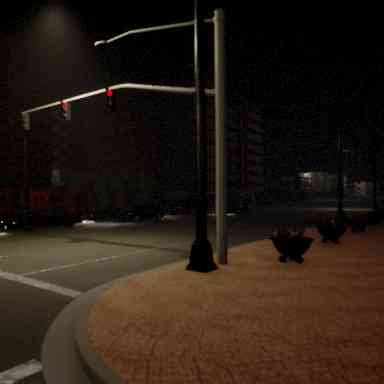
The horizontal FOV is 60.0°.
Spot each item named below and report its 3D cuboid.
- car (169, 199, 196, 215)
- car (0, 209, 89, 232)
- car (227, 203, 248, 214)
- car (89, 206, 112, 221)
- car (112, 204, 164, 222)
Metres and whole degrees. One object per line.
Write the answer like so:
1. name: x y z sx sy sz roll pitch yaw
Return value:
1. car: -0.624 1.886 43.112 2.150 2.045 5.566 -1 -1 35
2. car: -10.267 1.887 23.322 2.033 1.411 5.357 -1 -1 35
3. car: 5.976 2.274 46.360 2.033 1.411 5.357 -1 -1 36
4. car: -8.153 2.041 32.413 1.994 1.385 4.181 -1 -1 35
5. car: -4.706 1.932 31.228 1.882 1.535 5.008 -1 -1 35
